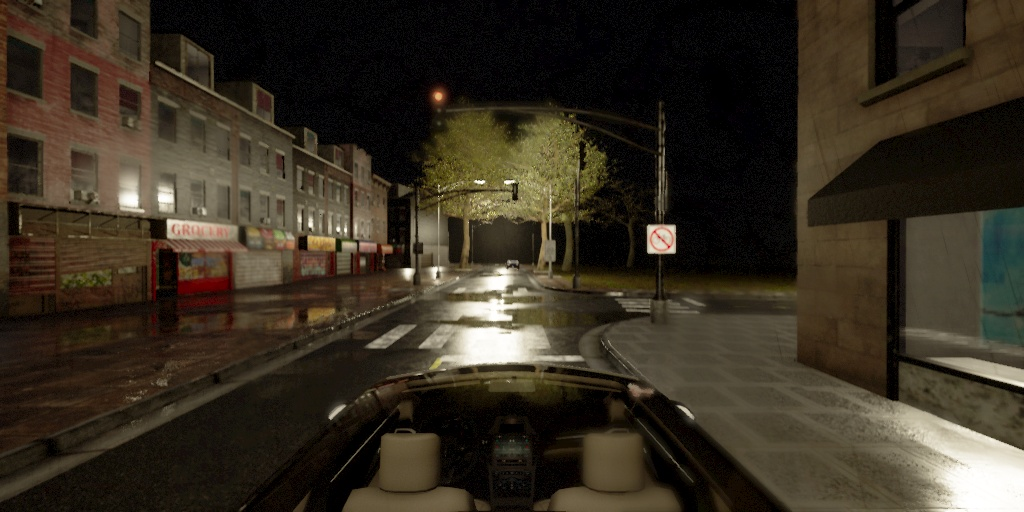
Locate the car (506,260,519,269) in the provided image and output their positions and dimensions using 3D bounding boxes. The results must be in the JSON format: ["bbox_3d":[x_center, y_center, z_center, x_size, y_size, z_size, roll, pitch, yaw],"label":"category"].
[{"bbox_3d":[0.111,1.265,53.952,1.895,1.301,4.718,0,0,-1],"label":"car"}]
